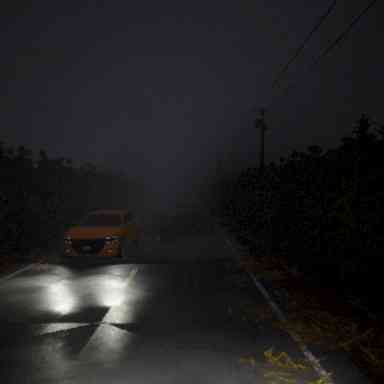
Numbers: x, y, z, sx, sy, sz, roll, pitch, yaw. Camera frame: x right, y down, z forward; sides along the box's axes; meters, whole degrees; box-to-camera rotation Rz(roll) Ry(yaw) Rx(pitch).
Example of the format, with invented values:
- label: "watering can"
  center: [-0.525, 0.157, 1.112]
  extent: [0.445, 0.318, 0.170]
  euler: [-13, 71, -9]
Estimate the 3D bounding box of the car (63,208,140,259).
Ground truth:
- label: "car"
  center: [-3.208, 1.428, 12.628]
  extent: [1.882, 1.535, 5.008]
  euler: [0, 0, 0]
